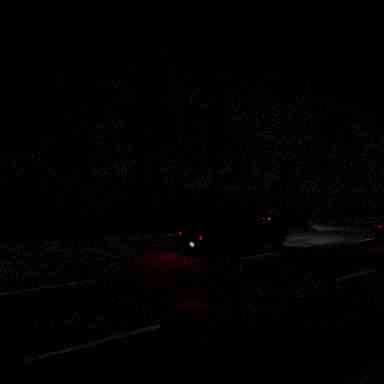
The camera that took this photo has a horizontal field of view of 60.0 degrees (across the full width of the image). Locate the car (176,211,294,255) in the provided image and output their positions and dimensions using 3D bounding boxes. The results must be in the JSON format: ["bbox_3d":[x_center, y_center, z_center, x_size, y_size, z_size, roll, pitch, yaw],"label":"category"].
[{"bbox_3d":[1.807,1.668,13.637,4.718,1.301,1.895,0,0,-36],"label":"car"}]

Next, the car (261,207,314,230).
[{"bbox_3d":[5.582,1.645,20.628,4.674,1.442,1.812,0,0,-36],"label":"car"}]

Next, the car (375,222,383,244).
[{"bbox_3d":[10.377,1.691,15.452,4.181,1.385,1.994,0,0,-35],"label":"car"}]
